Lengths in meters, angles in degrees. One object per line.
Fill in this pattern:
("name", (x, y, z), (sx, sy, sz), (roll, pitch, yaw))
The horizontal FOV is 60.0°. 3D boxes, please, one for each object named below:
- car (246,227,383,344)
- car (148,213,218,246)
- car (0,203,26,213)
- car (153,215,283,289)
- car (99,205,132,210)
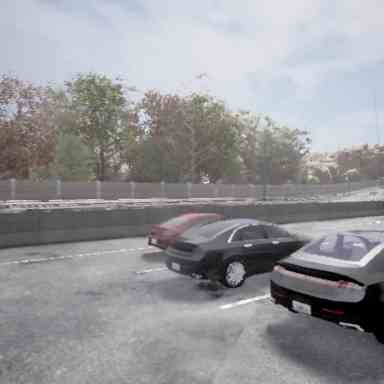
("car", (3.586, 1.483, 6.304), (4.902, 1.511, 2.128), (0, 0, -36))
("car", (0.578, 1.515, 12.762), (4.674, 1.442, 1.812), (0, 0, -35))
("car", (-16.166, 1.596, 26.854), (4.718, 1.301, 1.895), (0, 0, -35))
("car", (1.603, 1.496, 9.188), (4.892, 1.490, 1.837), (0, 0, -36))
("car", (-5.161, 1.553, 21.805), (4.181, 1.385, 1.994), (0, 0, -35))
